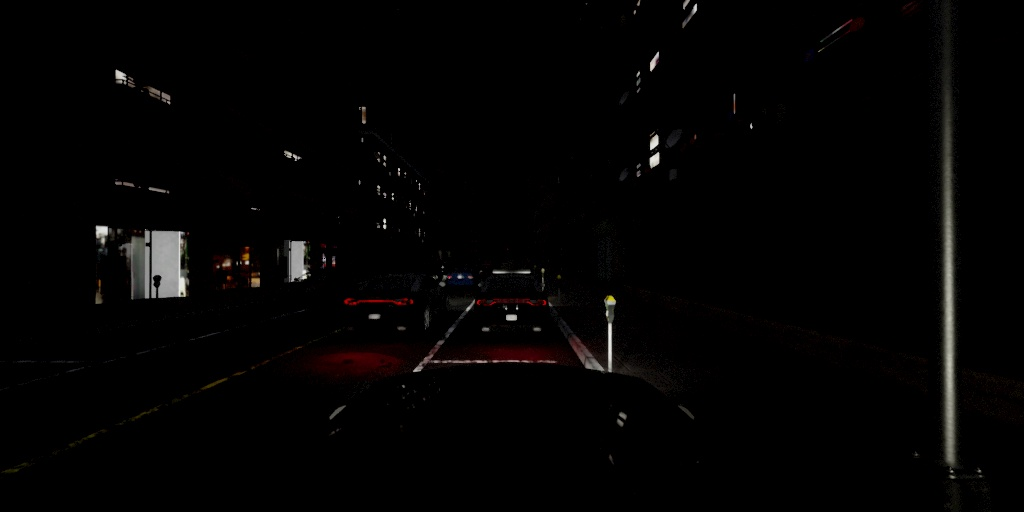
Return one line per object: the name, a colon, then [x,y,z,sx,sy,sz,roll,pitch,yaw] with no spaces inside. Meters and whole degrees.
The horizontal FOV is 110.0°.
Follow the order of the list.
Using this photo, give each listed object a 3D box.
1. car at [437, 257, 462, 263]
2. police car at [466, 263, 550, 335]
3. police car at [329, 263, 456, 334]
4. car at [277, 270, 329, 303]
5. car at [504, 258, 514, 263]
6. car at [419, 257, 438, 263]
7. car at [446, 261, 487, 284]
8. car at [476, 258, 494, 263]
car: [-6.230,1.101,38.384,2.097,1.767,4.553,0,0,0]
police car: [-0.011,1.175,10.609,1.930,1.638,5.238,0,0,0]
police car: [-3.147,1.175,10.779,1.930,1.638,5.238,0,0,0]
car: [-8.837,1.333,16.462,1.802,1.307,4.207,0,0,0]
car: [-0.456,1.275,39.173,1.751,1.417,4.829,0,0,0]
car: [-8.837,1.064,39.007,2.192,1.841,5.009,0,0,0]
car: [-3.081,1.298,23.821,2.033,1.411,5.357,0,0,0]
car: [-3.056,1.226,45.381,1.882,1.535,5.008,0,0,0]
